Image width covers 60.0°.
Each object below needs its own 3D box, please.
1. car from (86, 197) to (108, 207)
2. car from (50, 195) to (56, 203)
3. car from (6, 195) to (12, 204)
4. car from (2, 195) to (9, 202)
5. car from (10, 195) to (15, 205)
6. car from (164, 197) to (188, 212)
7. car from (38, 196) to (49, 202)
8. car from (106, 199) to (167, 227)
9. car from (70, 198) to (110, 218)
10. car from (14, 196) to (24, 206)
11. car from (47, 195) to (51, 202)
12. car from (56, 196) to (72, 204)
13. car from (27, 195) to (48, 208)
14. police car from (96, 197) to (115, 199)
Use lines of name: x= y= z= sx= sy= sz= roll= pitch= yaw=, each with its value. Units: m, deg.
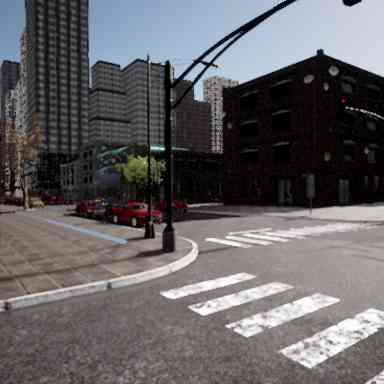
car: x=-14.873 y=1.499 z=52.068 sx=1.752 sy=1.417 sz=4.829 roll=-1 pitch=0 yaw=-35
car: x=-28.456 y=1.763 z=71.375 sx=1.802 sy=1.307 sz=4.206 roll=-1 pitch=0 yaw=-35
car: x=-35.324 y=1.838 z=66.574 sx=1.947 sy=1.339 sz=4.313 roll=-1 pitch=0 yaw=-35
car: x=-38.500 y=1.636 z=71.107 sx=2.192 sy=1.841 sz=5.009 roll=-1 pitch=0 yaw=-35
car: x=-32.154 y=1.790 z=62.039 sx=1.947 sy=1.339 sz=4.313 roll=-1 pitch=0 yaw=-35
car: x=-2.187 y=1.227 z=34.029 sx=1.967 sy=1.590 sz=4.097 roll=-1 pitch=0 yaw=-35
car: x=-38.066 y=1.855 z=85.117 sx=1.752 sy=1.417 sz=4.829 roll=-1 pitch=0 yaw=-35
car: x=-3.476 y=1.342 z=20.800 sx=1.887 sy=1.381 sz=4.507 roll=-1 pitch=0 yaw=-35
car: x=-8.634 y=1.453 z=28.177 sx=1.802 sy=1.307 sz=4.206 roll=-1 pitch=0 yaw=-35
car: x=-29.165 y=1.723 z=57.752 sx=1.887 sy=1.381 sz=4.507 roll=-1 pitch=0 yaw=-35
car: x=-34.803 y=1.594 z=80.442 sx=2.192 sy=1.841 sz=5.009 roll=-1 pitch=0 yaw=-35
car: x=-25.289 y=1.572 z=66.840 sx=1.967 sy=1.590 sz=4.097 roll=-1 pitch=0 yaw=-35
car: x=-22.770 y=1.606 z=48.513 sx=1.752 sy=1.417 sz=4.829 roll=-1 pitch=0 yaw=-35
police car: x=-7.693 y=1.367 z=31.764 sx=2.038 sy=1.542 sz=4.974 roll=-1 pitch=0 yaw=-35
